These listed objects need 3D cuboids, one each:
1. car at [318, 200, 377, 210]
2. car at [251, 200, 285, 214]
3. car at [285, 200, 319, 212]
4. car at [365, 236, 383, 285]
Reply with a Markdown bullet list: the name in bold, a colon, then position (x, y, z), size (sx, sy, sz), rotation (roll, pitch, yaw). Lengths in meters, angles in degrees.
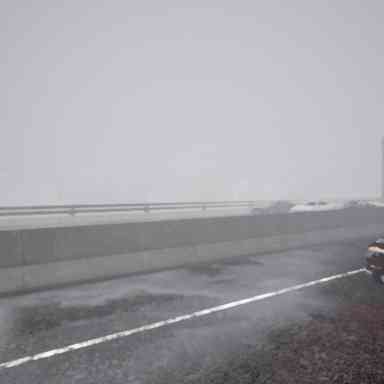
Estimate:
- **car**: position (12.230, 1.385, 25.358), size (4.902, 1.511, 2.128), rotation (0, 0, -35)
- **car**: position (7.938, 1.442, 30.908), size (5.357, 1.411, 2.033), rotation (0, 0, -35)
- **car**: position (10.379, 1.418, 28.334), size (4.674, 1.442, 1.812), rotation (0, 0, -35)
- **car**: position (6.138, 1.448, 8.070), size (4.902, 1.511, 2.128), rotation (0, 0, -35)
